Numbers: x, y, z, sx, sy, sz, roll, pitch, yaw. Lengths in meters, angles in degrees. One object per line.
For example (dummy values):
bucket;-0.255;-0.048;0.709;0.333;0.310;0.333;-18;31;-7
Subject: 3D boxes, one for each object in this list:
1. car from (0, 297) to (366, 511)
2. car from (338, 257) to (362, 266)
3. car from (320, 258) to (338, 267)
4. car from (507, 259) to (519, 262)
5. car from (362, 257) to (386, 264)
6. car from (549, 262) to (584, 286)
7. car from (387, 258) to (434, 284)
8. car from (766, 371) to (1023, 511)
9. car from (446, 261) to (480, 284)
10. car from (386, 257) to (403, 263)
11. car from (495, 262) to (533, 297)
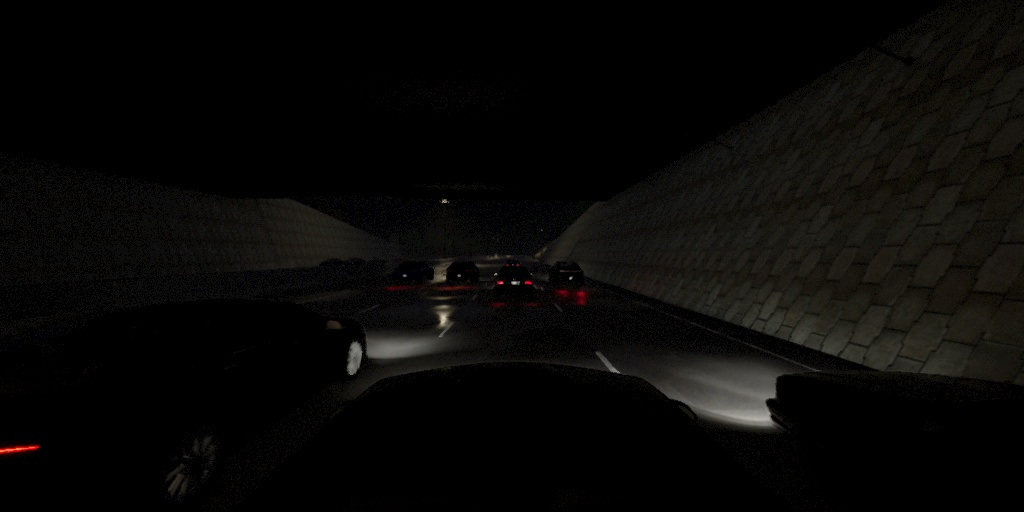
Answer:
car;-3.400;1.242;4.208;1.837;1.490;4.892;0;0;0
car;-24.549;0.967;55.761;1.882;1.535;5.008;0;0;0
car;-28.041;1.032;56.387;2.033;1.411;5.357;0;0;0
car;0.077;1.102;42.065;2.033;1.411;5.357;0;0;0
car;-21.043;0.981;56.260;2.128;1.511;4.902;0;0;0
car;3.597;1.132;24.299;2.128;1.511;4.902;0;0;0
car;-6.904;1.112;25.547;1.882;1.535;5.008;0;0;0
car;3.600;1.299;1.276;2.033;1.411;5.357;0;0;0
car;-3.405;1.112;25.524;1.882;1.535;5.008;0;0;0
car;-17.544;0.967;56.150;1.882;1.535;5.008;0;0;0
car;0.098;1.218;18.198;2.033;1.411;5.357;0;0;0
